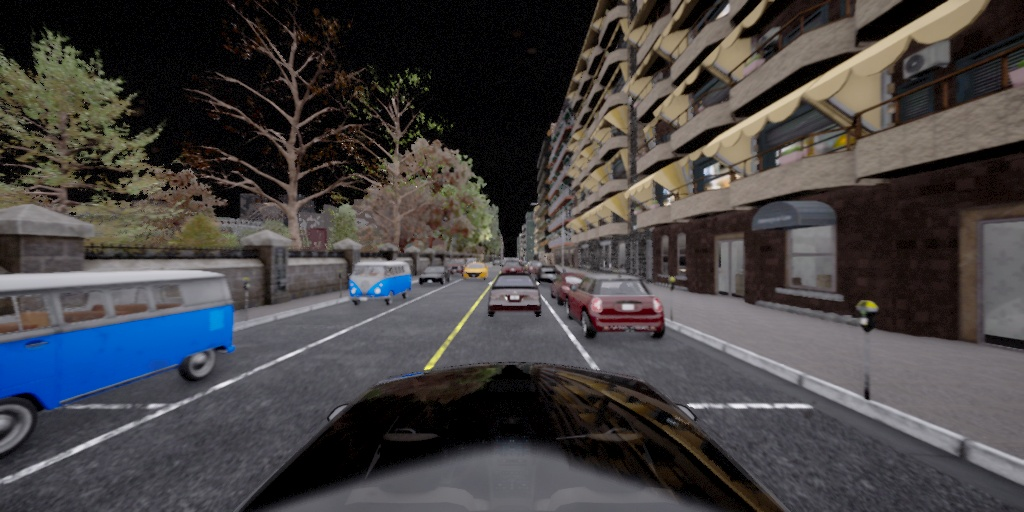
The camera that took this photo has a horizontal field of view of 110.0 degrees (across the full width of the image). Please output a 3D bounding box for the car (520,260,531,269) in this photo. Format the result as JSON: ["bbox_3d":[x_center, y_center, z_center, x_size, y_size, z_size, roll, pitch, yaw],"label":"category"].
[{"bbox_3d":[2.305,1.482,63.304,1.812,1.442,4.674,0,0,0],"label":"car"}]

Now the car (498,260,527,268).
[{"bbox_3d":[0.071,1.196,33.159,2.097,1.767,4.553,0,0,0],"label":"car"}]

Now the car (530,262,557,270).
[{"bbox_3d":[2.671,1.390,27.129,1.948,1.339,4.313,0,0,0],"label":"car"}]

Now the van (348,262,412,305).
[{"bbox_3d":[-5.701,1.131,15.862,1.690,1.789,3.998,0,0,0],"label":"van"}]

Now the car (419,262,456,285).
[{"bbox_3d":[-5.710,1.390,27.123,1.948,1.339,4.313,0,0,0],"label":"car"}]

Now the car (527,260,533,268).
[{"bbox_3d":[2.663,1.301,38.389,1.967,1.591,4.097,0,0,0],"label":"car"}]

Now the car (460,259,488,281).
[{"bbox_3d":[-3.122,1.316,31.706,1.882,1.535,5.008,0,0,0],"label":"car"}]

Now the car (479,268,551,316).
[{"bbox_3d":[0.086,1.331,13.530,2.033,1.411,5.357,0,0,0],"label":"car"}]

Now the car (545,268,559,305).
[{"bbox_3d":[2.679,1.373,15.869,1.802,1.307,4.207,0,0,0],"label":"car"}]

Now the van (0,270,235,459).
[{"bbox_3d":[-5.692,1.099,4.601,1.690,1.789,3.998,0,0,0],"label":"van"}]

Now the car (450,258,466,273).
[{"bbox_3d":[-5.717,1.176,38.382,2.192,1.841,5.009,0,0,0],"label":"car"}]

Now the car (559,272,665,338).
[{"bbox_3d":[2.684,1.214,10.238,1.967,1.591,4.097,0,0,0],"label":"car"}]
